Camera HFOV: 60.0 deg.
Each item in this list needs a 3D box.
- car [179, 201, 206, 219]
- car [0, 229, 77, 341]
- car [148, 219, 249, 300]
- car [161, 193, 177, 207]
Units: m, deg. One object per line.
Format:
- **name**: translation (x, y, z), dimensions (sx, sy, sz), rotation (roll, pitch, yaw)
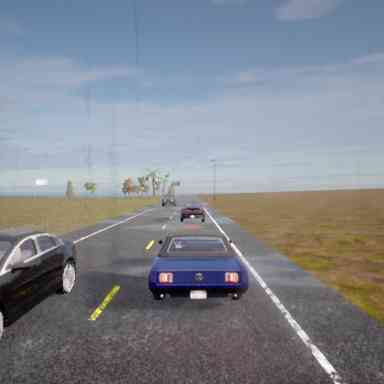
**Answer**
- **car**: translation (0.052, 1.509, 26.290), dimensions (1.837, 1.490, 4.892), rotation (0, 0, 0)
- **car**: translation (-3.611, 1.492, 5.960), dimensions (2.128, 1.511, 4.902), rotation (0, 0, 0)
- **car**: translation (0.088, 1.602, 8.345), dimensions (1.895, 1.301, 4.718), rotation (0, 0, -1)
- **car**: translation (-3.592, 1.222, 53.040), dimensions (2.150, 2.045, 5.566), rotation (0, 0, 0)
